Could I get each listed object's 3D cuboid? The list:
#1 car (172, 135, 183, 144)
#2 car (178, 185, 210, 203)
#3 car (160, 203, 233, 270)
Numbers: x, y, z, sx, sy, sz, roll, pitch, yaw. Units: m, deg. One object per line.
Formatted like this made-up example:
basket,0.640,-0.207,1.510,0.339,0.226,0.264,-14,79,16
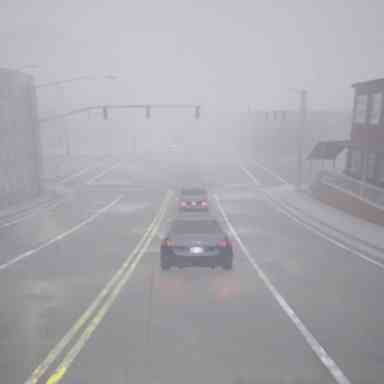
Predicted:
car,-3.458,-11.617,75.901,1.895,1.301,4.718,0,13,0
car,0.104,0.302,20.229,2.033,1.411,5.357,0,8,0
car,0.108,1.311,10.344,1.994,1.385,4.181,0,3,0
